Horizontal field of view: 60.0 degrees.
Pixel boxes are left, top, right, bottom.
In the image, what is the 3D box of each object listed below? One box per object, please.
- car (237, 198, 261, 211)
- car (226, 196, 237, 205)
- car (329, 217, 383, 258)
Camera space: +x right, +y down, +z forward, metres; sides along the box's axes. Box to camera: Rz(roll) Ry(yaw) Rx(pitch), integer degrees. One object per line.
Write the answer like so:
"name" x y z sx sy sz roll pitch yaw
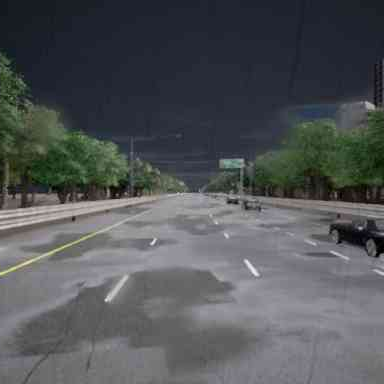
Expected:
"car" 7.108 1.515 40.312 2.128 1.511 4.902 0 0 0
"car" 7.227 1.528 60.277 1.882 1.535 5.008 0 0 0
"car" 7.014 1.607 12.726 1.895 1.301 4.718 0 0 0
